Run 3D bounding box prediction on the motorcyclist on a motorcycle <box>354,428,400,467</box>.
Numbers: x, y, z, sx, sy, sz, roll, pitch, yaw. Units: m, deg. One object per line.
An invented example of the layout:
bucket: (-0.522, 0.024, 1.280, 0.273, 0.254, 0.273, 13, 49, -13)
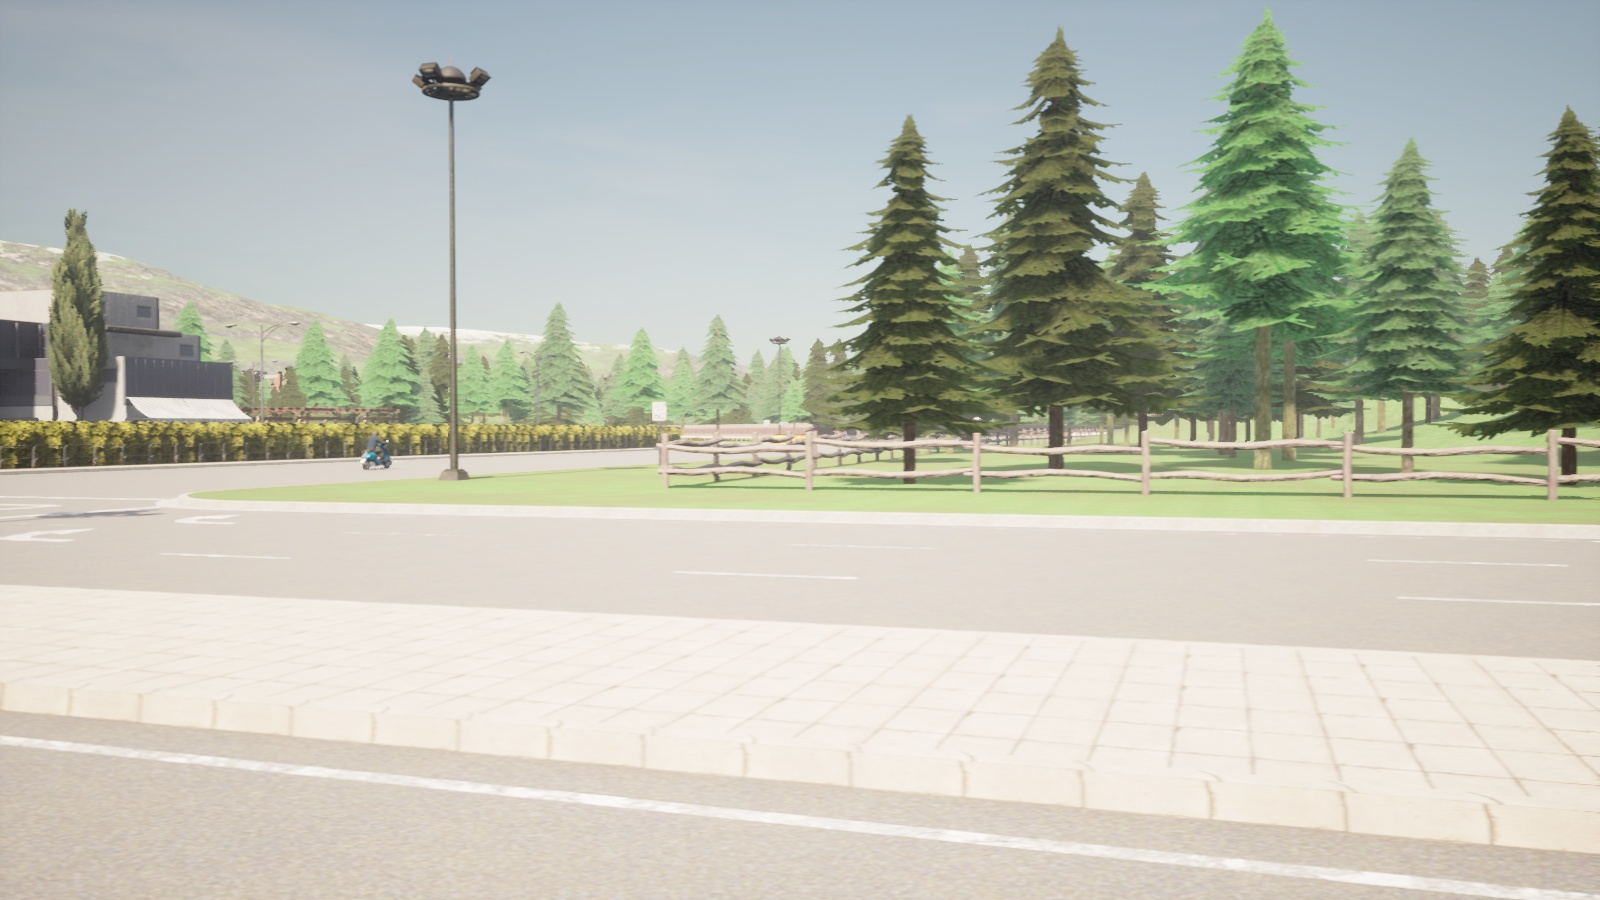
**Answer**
motorcyclist on a motorcycle: (-17.389, -0.112, 51.640, 0.866, 1.590, 1.817, 1, 1, 20)
